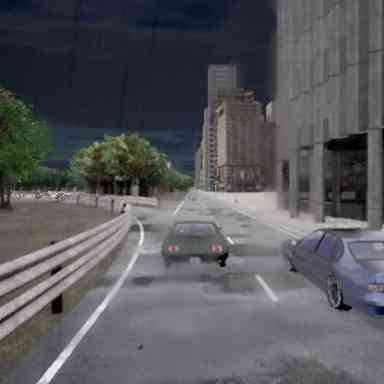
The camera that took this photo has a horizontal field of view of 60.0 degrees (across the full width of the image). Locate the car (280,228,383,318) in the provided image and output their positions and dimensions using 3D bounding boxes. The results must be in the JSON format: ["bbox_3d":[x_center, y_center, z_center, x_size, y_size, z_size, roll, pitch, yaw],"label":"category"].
[{"bbox_3d":[3.593,1.545,7.680,2.033,1.411,5.357,0,0,0],"label":"car"}]

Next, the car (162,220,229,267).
[{"bbox_3d":[0.093,1.599,11.411,1.895,1.301,4.718,0,0,0],"label":"car"}]

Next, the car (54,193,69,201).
[{"bbox_3d":[-26.925,1.024,68.962,4.892,1.490,1.837,1,1,44],"label":"car"}]

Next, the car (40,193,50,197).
[{"bbox_3d":[-34.064,0.828,76.352,1.895,1.301,4.718,0,1,-39],"label":"car"}]
